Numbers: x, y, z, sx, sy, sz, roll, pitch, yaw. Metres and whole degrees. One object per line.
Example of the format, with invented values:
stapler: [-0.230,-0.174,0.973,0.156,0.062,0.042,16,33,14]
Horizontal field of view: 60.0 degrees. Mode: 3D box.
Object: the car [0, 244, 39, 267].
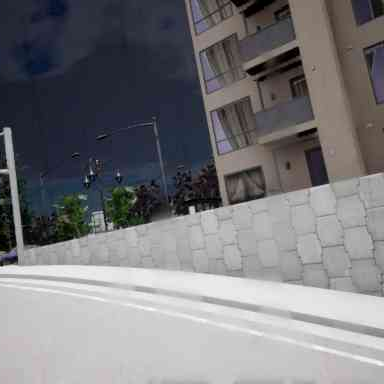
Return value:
car: [-15.558,5.659,29.609,2.097,1.767,4.553,-15,-9,35]
